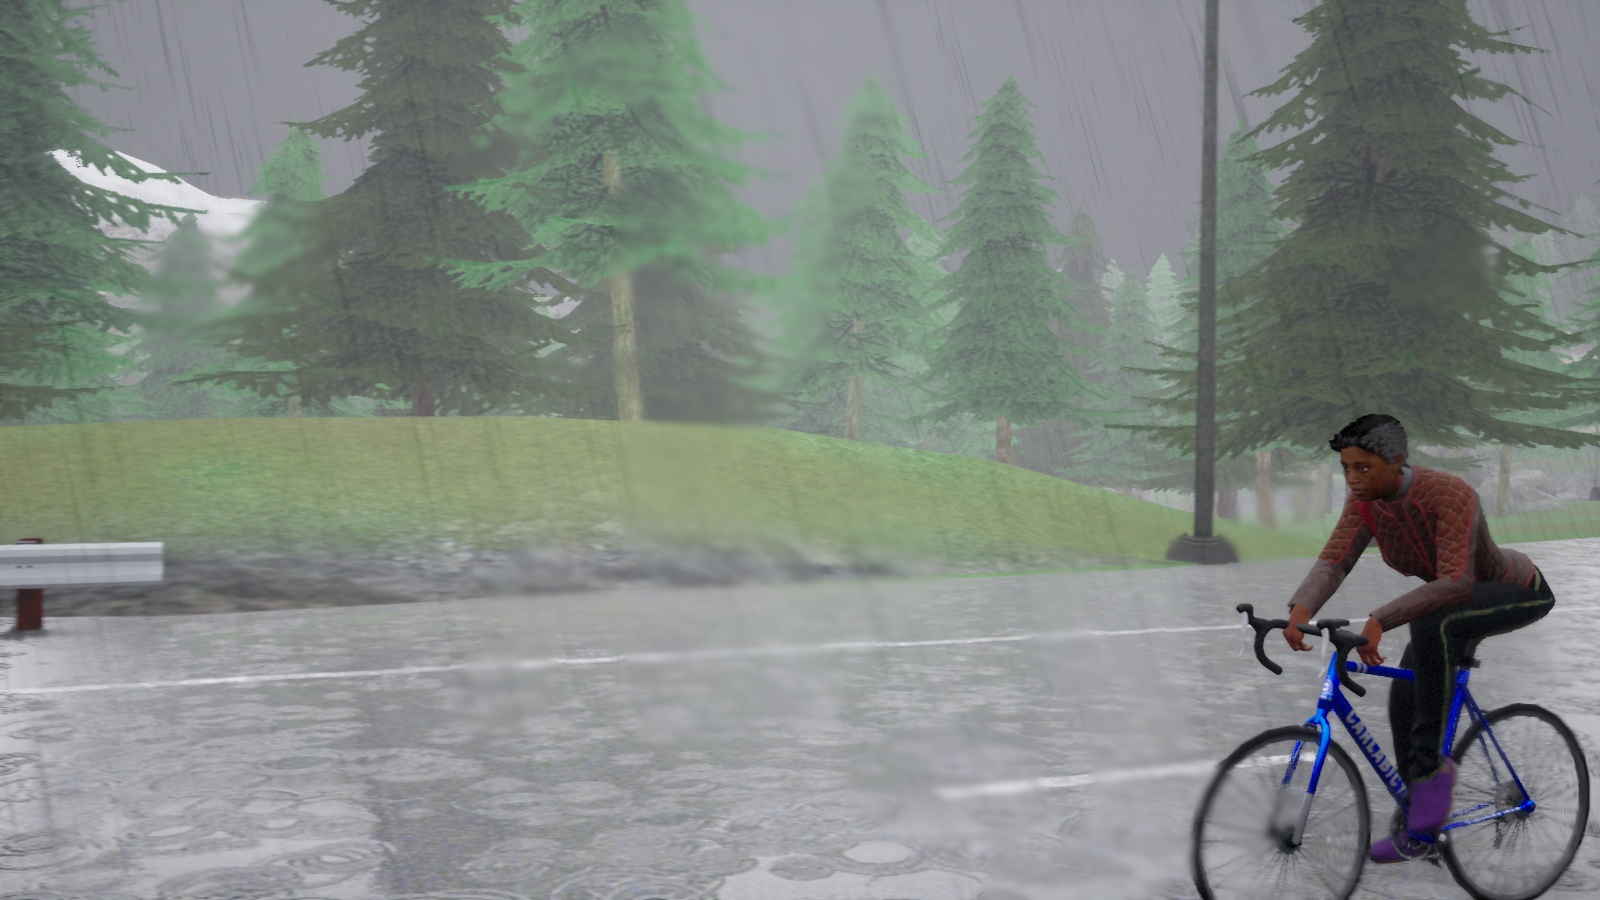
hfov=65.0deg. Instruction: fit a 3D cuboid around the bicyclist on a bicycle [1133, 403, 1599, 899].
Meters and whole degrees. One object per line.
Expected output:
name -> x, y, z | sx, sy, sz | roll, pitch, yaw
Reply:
bicyclist on a bicycle -> 1.936, 0.671, 3.975 | 1.656, 1.620, 0.582 | -1, 1, -21
